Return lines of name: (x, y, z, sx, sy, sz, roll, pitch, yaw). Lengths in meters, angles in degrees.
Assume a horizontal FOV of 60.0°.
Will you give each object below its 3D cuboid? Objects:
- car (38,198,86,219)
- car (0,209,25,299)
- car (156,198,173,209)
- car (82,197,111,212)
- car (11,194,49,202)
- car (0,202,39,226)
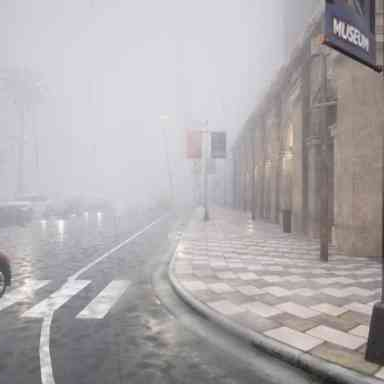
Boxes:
car: (-11.395, 1.523, 29.485, 1.812, 1.442, 4.674, 0, 0, 2)
car: (-5.000, 1.339, 5.368, 2.097, 1.767, 4.553, 0, 0, 2)
car: (-3.707, 1.502, 45.100, 1.882, 1.535, 5.008, 0, 0, 2)
car: (-11.010, 1.522, 39.367, 1.812, 1.442, 4.674, 0, 0, 2)
car: (-14.870, 1.218, 30.352, 2.150, 2.045, 5.566, 0, 0, 2)
car: (-11.698, 1.545, 20.062, 2.033, 1.411, 5.357, 0, 0, 2)
